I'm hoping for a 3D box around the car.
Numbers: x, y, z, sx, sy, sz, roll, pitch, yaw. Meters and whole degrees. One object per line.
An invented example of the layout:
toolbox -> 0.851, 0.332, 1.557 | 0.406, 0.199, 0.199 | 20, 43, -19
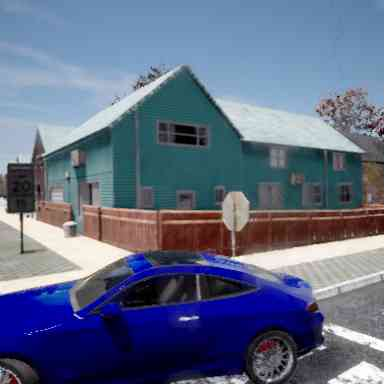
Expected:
car -> -0.535, 1.559, 4.390 | 4.674, 1.442, 1.812 | 1, -1, -16
